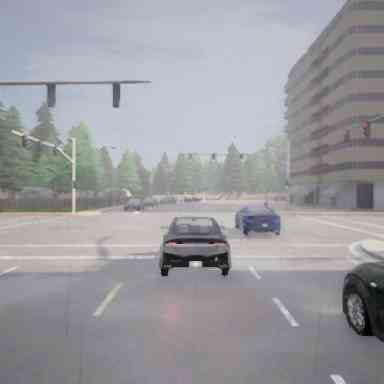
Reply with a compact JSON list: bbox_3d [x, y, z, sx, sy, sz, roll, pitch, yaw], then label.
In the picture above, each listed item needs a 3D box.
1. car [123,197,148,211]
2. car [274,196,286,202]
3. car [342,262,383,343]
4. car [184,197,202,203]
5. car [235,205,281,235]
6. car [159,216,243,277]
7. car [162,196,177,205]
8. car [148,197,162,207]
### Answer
[{"bbox_3d":[-6.993,1.534,40.733,1.812,1.442,4.674,0,0,2],"label":"car"},{"bbox_3d":[21.639,1.568,79.340,4.181,1.385,1.994,0,0,-22],"label":"car"},{"bbox_3d":[3.598,1.353,3.821,2.097,1.767,4.553,0,0,0],"label":"car"},{"bbox_3d":[0.209,1.609,69.776,1.895,1.301,4.718,0,0,31],"label":"car"},{"bbox_3d":[3.595,1.491,18.839,1.882,1.535,5.008,0,0,0],"label":"car"},{"bbox_3d":[0.043,1.493,10.290,2.128,1.511,4.902,0,0,-1],"label":"car"},{"bbox_3d":[-4.236,1.517,60.606,1.837,1.490,4.892,0,0,20],"label":"car"},{"bbox_3d":[-6.377,1.536,50.637,1.812,1.442,4.674,0,0,8],"label":"car"}]
